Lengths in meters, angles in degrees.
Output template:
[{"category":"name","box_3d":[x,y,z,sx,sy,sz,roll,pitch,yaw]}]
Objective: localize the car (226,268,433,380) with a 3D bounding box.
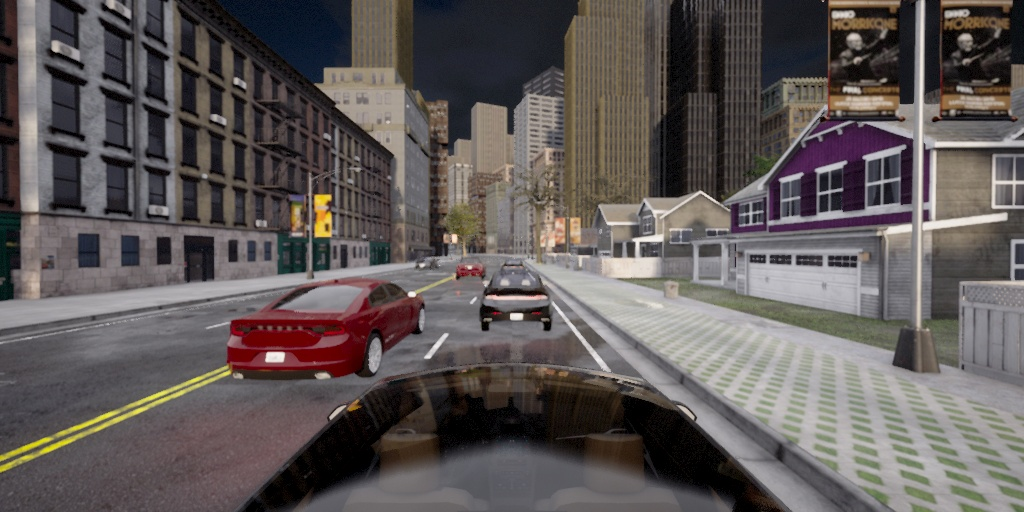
[{"category":"car","box_3d":[-3.148,1.175,7.258,1.882,1.535,5.008,0,1,0]}]

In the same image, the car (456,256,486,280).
[{"category":"car","box_3d":[-3.127,0.847,28.066,2.097,1.767,4.553,0,1,-2]}]

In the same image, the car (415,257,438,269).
[{"category":"car","box_3d":[-9.818,0.848,41.589,2.128,1.511,4.902,0,1,0]}]

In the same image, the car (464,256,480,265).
[{"category":"car","box_3d":[-6.470,0.734,58.314,1.994,1.385,4.181,0,1,0]}]

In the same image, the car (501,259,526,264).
[{"category":"car","box_3d":[0.112,0.986,28.053,2.128,1.511,4.902,0,1,0]}]

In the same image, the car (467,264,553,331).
[{"category":"car","box_3d":[0.105,1.157,10.634,2.128,1.511,4.902,0,1,0]}]
